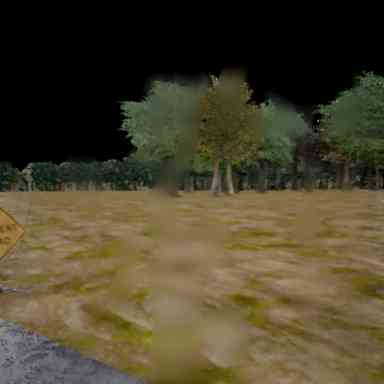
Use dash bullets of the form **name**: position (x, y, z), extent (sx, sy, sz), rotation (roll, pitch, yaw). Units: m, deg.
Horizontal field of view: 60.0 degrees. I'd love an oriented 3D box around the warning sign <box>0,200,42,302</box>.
- **warning sign**: position (-3.910, 1.117, 6.625), extent (1.060, 1.860, 1.300), rotation (0, 0, 34)
